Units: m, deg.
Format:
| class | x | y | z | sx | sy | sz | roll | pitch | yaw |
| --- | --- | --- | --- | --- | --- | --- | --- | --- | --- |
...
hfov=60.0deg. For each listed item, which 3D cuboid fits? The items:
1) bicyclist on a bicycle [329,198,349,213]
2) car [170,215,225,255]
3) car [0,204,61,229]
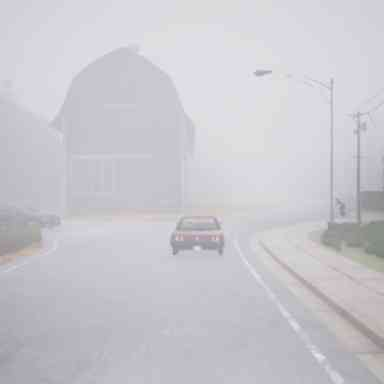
| class | x | y | z | sx | sy | sz | roll | pitch | yaw |
| --- | --- | --- | --- | --- | --- | --- | --- | --- | --- |
| bicyclist on a bicycle | 12.446 | 1.358 | 28.193 | 1.656 | 1.620 | 0.582 | 0 | 0 | 33 |
| car | 0.301 | 1.587 | 13.348 | 1.895 | 1.301 | 4.718 | 0 | 0 | 3 |
| car | -10.254 | 1.465 | 19.724 | 5.008 | 1.535 | 1.882 | 0 | 0 | 11 |
